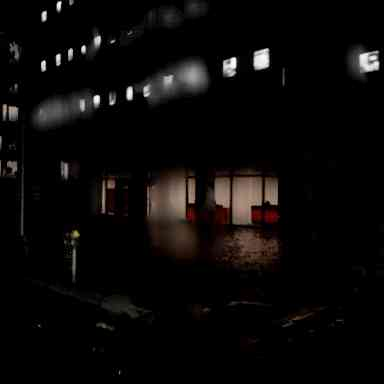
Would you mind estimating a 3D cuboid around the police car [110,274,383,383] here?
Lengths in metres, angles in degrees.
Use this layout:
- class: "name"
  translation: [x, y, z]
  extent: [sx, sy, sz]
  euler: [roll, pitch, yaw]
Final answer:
- class: "police car"
  translation: [1.431, 1.448, 2.342]
  extent: [5.238, 1.638, 1.930]
  euler: [0, 0, 38]
